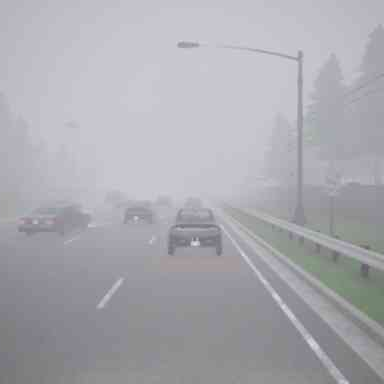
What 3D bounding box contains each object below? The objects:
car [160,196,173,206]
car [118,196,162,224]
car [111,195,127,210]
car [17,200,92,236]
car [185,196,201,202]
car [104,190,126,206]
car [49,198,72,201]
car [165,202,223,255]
[{"bbox_3d":[-3.392,1.152,40.699,2.033,1.411,5.357,0,1,0],"label":"car"},{"bbox_3d":[-3.390,1.285,22.567,1.837,1.490,4.892,0,1,0],"label":"car"},{"bbox_3d":[-6.920,1.252,35.595,1.895,1.301,4.718,0,1,0],"label":"car"},{"bbox_3d":[-6.894,1.376,17.256,2.033,1.411,5.357,0,1,1],"label":"car"},{"bbox_3d":[0.104,1.191,38.580,1.994,1.385,4.181,0,1,0],"label":"car"},{"bbox_3d":[-10.381,0.775,45.631,2.150,2.045,5.566,0,1,0],"label":"car"},{"bbox_3d":[-10.387,1.226,26.731,2.128,1.511,4.902,0,1,0],"label":"car"},{"bbox_3d":[0.105,1.366,12.766,2.128,1.511,4.902,0,0,0],"label":"car"}]
